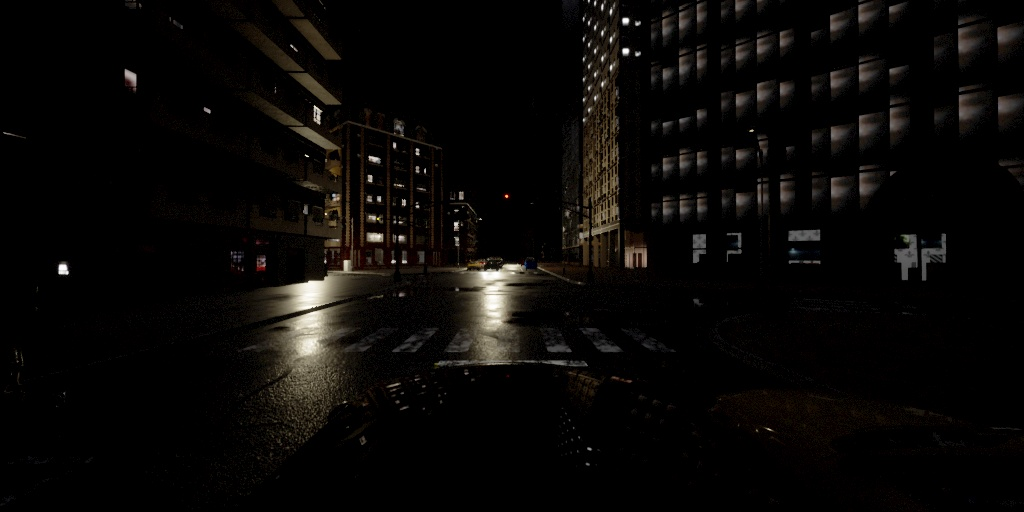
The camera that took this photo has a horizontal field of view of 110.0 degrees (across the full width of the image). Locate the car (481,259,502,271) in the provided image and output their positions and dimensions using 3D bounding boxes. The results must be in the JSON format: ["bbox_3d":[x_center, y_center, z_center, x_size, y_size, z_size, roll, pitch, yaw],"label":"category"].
[{"bbox_3d":[-2.789,1.395,49.240,1.895,1.301,4.718,0,0,0],"label":"car"}]

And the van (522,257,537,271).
[{"bbox_3d":[2.625,1.137,50.077,1.690,1.789,3.998,0,0,0],"label":"van"}]

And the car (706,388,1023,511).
[{"bbox_3d":[2.563,1.275,1.254,1.751,1.417,4.829,0,0,0],"label":"car"}]

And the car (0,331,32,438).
[{"bbox_3d":[-5.318,1.064,1.088,2.192,1.841,5.009,0,0,0],"label":"car"}]

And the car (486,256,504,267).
[{"bbox_3d":[-2.765,1.037,59.164,2.150,2.045,5.566,0,0,0],"label":"car"}]

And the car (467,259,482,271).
[{"bbox_3d":[-5.256,1.321,49.917,1.751,1.417,4.829,0,0,0],"label":"car"}]
